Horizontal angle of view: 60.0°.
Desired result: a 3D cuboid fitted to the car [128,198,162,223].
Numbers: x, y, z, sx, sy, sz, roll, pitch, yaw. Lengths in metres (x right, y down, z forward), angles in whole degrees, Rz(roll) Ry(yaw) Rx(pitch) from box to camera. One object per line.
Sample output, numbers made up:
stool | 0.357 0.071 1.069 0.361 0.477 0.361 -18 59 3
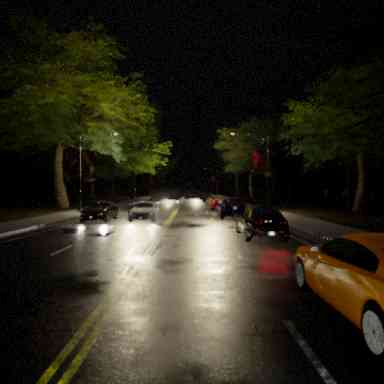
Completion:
car | -3.406 1.404 24.291 1.812 1.442 4.674 0 0 0

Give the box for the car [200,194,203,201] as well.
car | 2.908 1.054 59.951 2.033 1.649 4.856 0 0 -1

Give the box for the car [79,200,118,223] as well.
car | -6.655 1.384 24.215 1.837 1.490 4.892 0 0 0

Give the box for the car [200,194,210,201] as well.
car | 2.768 1.090 70.961 1.994 1.385 4.181 0 1 -1

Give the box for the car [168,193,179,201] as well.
car | -3.684 0.917 66.698 2.097 1.767 4.553 0 0 0

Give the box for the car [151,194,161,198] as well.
car | -6.911 1.133 64.431 2.033 1.411 5.357 0 1 0

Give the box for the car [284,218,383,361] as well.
car | 3.347 1.448 5.889 1.882 1.535 5.008 0 0 0

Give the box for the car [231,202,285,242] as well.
car | 3.228 1.425 15.909 1.837 1.490 4.892 0 0 0

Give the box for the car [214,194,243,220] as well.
car | 3.184 1.215 26.889 2.097 1.767 4.553 0 0 0

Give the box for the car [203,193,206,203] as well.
car | 3.022 1.168 49.130 1.801 1.575 5.366 0 0 -1

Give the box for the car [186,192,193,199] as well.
car | -0.613 0.916 80.046 2.033 1.411 5.357 0 1 -1

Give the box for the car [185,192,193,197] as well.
car | -0.875 0.776 95.306 2.033 1.411 5.357 0 1 -1

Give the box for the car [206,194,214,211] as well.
car | 3.116 1.146 37.900 2.097 1.767 4.553 0 0 0
